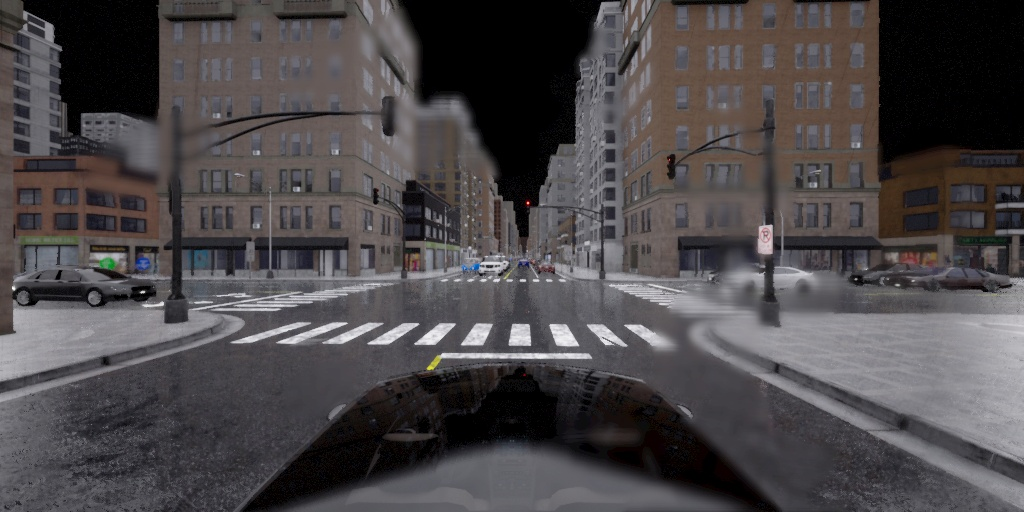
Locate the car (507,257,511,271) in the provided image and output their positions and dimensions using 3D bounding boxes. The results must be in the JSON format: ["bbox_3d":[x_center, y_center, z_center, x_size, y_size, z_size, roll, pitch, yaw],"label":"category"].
[{"bbox_3d":[-1.698,0.997,47.414,2.150,2.045,5.566,0,0,2],"label":"car"}]

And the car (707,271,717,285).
[{"bbox_3d":[15.666,1.257,23.836,4.902,1.511,2.128,0,0,2],"label":"car"}]

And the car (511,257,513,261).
[{"bbox_3d":[-1.326,1.138,57.643,2.097,1.767,4.553,0,0,2],"label":"car"}]

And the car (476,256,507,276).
[{"bbox_3d":[-2.057,0.986,37.051,2.150,2.045,5.566,0,0,2],"label":"car"}]

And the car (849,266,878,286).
[{"bbox_3d":[25.082,1.283,23.560,4.892,1.490,1.837,0,0,2],"label":"car"}]

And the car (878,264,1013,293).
[{"bbox_3d":[24.657,1.326,20.320,5.357,1.411,2.033,0,0,2],"label":"car"}]

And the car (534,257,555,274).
[{"bbox_3d":[3.849,1.209,40.936,1.967,1.591,4.097,0,0,2],"label":"car"}]

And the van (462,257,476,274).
[{"bbox_3d":[-4.672,1.110,41.228,1.690,1.789,3.998,0,0,2],"label":"van"}]

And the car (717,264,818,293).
[{"bbox_3d":[14.787,1.291,20.610,4.674,1.442,1.812,0,0,3],"label":"car"}]

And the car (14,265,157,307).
[{"bbox_3d":[-17.632,1.238,14.858,4.892,1.490,1.837,0,0,2],"label":"car"}]
